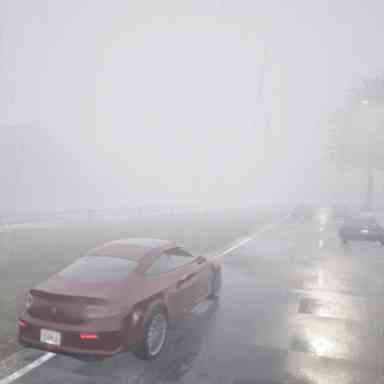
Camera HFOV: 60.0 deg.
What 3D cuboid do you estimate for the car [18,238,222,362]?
[{"bbox_3d":[-0.836,1.577,6.082,1.812,1.442,4.674,0,-1,21],"label":"car"}]

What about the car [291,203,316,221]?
[{"bbox_3d":[10.826,2.022,32.319,1.895,1.301,4.718,0,-1,22],"label":"car"}]

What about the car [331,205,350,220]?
[{"bbox_3d":[14.987,2.012,33.296,2.033,1.411,5.357,0,-1,21],"label":"car"}]

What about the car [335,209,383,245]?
[{"bbox_3d":[8.658,1.806,17.111,1.994,1.385,4.181,0,-1,21],"label":"car"}]
